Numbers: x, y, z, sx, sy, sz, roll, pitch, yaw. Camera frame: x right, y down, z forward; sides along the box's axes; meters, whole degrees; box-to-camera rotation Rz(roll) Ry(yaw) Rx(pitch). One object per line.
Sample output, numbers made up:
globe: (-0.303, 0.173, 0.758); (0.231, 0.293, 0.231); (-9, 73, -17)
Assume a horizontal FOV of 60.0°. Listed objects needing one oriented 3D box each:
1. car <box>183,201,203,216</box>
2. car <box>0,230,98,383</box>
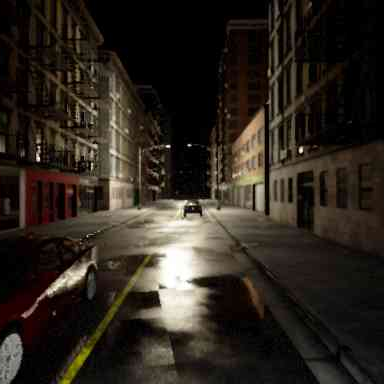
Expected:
car: (0.089, 1.598, 33.301); (2.033, 1.411, 5.357); (0, 0, 0)
car: (-3.002, 1.487, 5.414); (1.882, 1.535, 5.008); (0, 0, 0)
